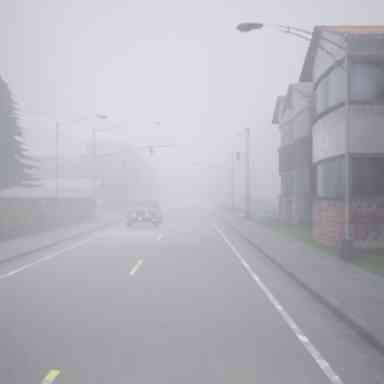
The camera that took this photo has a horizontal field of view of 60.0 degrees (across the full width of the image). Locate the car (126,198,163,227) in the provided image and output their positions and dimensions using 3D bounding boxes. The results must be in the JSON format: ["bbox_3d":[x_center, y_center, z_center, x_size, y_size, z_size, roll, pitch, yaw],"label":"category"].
[{"bbox_3d":[-3.507,1.511,25.452,2.150,2.045,5.566,0,-1,0],"label":"car"}]

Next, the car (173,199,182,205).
[{"bbox_3d":[-3.486,2.436,82.023,1.812,1.442,4.674,0,-1,0],"label":"car"}]

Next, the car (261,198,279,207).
[{"bbox_3d":[14.499,1.889,57.508,3.806,1.475,1.970,0,-1,0],"label":"car"}]

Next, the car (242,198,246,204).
[{"bbox_3d":[14.177,1.947,76.721,3.866,1.878,1.905,0,-1,0],"label":"car"}]

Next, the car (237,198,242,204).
[{"bbox_3d":[13.765,2.000,79.626,4.605,1.855,1.932,0,-1,0],"label":"car"}]

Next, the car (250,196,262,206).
[{"bbox_3d":[14.176,1.882,63.926,5.027,1.636,2.152,0,-1,0],"label":"car"}]
